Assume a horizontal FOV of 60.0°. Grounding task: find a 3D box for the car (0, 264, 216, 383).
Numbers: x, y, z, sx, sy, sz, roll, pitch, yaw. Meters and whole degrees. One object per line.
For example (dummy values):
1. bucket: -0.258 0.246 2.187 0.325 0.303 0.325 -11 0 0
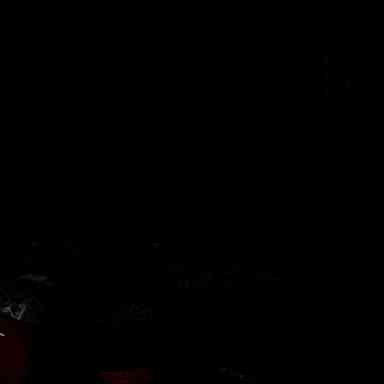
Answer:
1. car: -1.697 1.601 4.175 4.206 1.307 1.802 0 0 35
